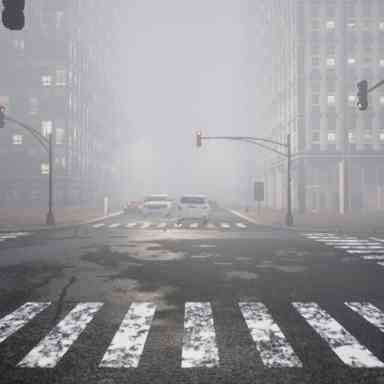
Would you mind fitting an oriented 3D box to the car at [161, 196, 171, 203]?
[{"bbox_3d":[-5.669,1.573,72.774,1.887,1.381,4.507,1,0,0],"label":"car"}]

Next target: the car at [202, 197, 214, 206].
[{"bbox_3d":[2.711,1.547,56.285,1.752,1.417,4.829,1,0,0],"label":"car"}]

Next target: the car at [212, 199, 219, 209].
[{"bbox_3d":[2.708,1.599,44.959,1.802,1.307,4.206,1,0,0],"label":"car"}]

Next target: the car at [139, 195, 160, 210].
[{"bbox_3d":[-5.667,1.332,44.898,2.192,1.841,5.009,1,0,0],"label":"car"}]

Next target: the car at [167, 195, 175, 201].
[{"bbox_3d":[-5.667,1.587,89.499,2.008,1.369,4.403,1,0,0],"label":"car"}]

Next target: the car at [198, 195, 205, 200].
[{"bbox_3d":[2.714,1.584,95.155,1.887,1.381,4.507,1,0,0],"label":"car"}]

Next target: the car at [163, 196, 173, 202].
[{"bbox_3d":[-5.668,1.582,78.349,2.008,1.369,4.403,1,0,0],"label":"car"}]

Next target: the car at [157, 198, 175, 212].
[{"bbox_3d":[-3.093,1.541,40.235,1.812,1.442,4.674,0,0,0],"label":"car"}]

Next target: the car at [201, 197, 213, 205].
[{"bbox_3d":[2.710,1.590,61.692,1.947,1.339,4.313,1,0,0],"label":"car"}]

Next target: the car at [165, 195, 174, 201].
[{"bbox_3d":[-5.667,1.578,83.924,1.887,1.381,4.507,1,0,0],"label":"car"}]

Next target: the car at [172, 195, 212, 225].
[{"bbox_3d":[0.173,1.231,24.463,2.150,2.045,5.566,1,0,4],"label":"car"}]

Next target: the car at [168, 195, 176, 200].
[{"bbox_3d":[-5.667,1.605,95.075,1.947,1.339,4.313,1,0,0],"label":"car"}]

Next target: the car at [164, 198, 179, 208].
[{"bbox_3d":[-3.090,1.583,50.277,1.994,1.385,4.181,0,0,0],"label":"car"}]

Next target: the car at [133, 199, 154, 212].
[{"bbox_3d":[-5.673,1.597,39.323,1.802,1.307,4.206,1,0,0],"label":"car"}]

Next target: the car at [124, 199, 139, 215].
[{"bbox_3d":[-5.671,1.453,33.748,1.967,1.590,4.097,1,0,0],"label":"car"}]

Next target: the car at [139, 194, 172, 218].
[{"bbox_3d":[-3.094,1.233,30.313,2.150,2.045,5.566,0,0,0],"label":"car"}]
